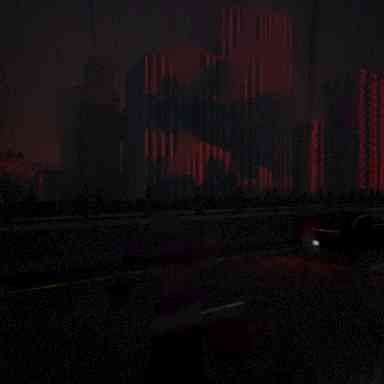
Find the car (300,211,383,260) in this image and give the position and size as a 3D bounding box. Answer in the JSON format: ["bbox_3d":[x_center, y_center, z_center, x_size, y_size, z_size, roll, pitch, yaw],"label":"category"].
[{"bbox_3d":[6.084,1.475,12.418,4.902,1.511,2.128,0,0,-35],"label":"car"}]
